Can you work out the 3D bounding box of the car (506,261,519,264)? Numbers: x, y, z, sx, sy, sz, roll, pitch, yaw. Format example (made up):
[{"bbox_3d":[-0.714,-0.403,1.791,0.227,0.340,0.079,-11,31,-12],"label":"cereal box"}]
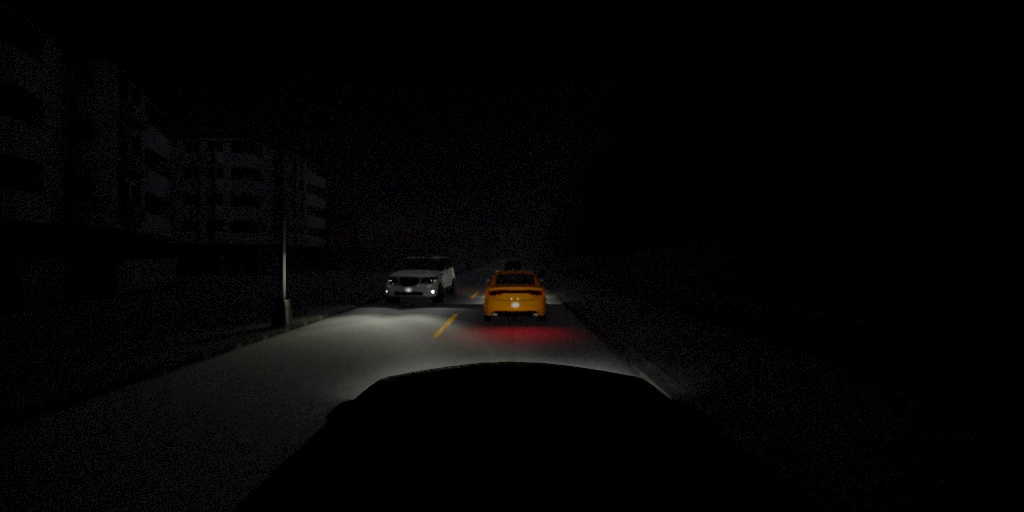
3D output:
[{"bbox_3d":[0.101,1.262,41.706,1.837,1.490,4.892,0,0,0],"label":"car"}]

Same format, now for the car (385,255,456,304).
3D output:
[{"bbox_3d":[-4.013,0.980,16.713,2.150,2.045,5.566,0,0,0],"label":"car"}]

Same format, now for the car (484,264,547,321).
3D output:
[{"bbox_3d":[0.101,1.230,12.591,1.882,1.535,5.008,0,0,0],"label":"car"}]
